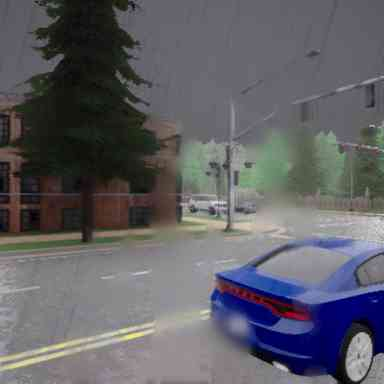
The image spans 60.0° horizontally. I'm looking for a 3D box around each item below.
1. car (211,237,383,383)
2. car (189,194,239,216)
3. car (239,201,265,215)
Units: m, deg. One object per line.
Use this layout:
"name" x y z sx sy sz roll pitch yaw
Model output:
"car" 2.633 1.501 5.448 5.008 1.535 1.882 1 0 -34
"car" 1.806 1.261 33.595 2.150 2.045 5.566 0 0 -33
"car" 5.507 1.632 34.299 1.994 1.385 4.181 0 0 -33
